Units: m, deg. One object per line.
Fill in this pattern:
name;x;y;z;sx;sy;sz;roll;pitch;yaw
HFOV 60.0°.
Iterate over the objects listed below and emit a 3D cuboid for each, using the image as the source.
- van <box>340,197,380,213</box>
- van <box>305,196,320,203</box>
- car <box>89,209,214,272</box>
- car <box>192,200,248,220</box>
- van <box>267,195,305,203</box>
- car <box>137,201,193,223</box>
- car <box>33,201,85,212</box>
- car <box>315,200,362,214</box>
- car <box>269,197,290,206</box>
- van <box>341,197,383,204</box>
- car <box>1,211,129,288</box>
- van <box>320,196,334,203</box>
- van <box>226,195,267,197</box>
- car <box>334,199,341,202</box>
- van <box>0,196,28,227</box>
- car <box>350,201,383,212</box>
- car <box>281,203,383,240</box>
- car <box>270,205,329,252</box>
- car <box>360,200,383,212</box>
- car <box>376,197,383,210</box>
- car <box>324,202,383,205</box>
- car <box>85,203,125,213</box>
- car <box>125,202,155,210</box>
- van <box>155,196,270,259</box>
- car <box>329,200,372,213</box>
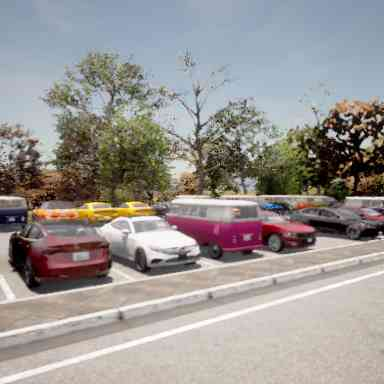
van;22.361;1.643;44.389;1.878;1.987;4.442;1;-1;-35
van;11.185;1.389;36.426;1.878;1.987;4.442;1;-1;-35
car;-1.612;1.533;11.107;2.002;1.452;4.674;0;0;-35
car;2.350;1.523;29.761;1.946;1.575;5.366;0;0;-36
van;8.956;1.335;34.552;1.878;1.987;4.442;1;0;-35
car;-2.267;1.514;26.691;2.231;1.521;4.892;0;0;-35
car;-9.021;1.367;21.847;2.185;1.767;4.553;0;0;-35
car;18.019;1.768;41.145;2.097;1.535;5.008;1;-1;-35
car;6.750;1.539;33.129;2.097;1.535;5.008;0;0;-35
van;12.023;1.307;20.677;1.878;1.987;4.442;0;0;-35
car;-3.889;1.515;9.519;2.163;1.488;4.792;0;0;-35
van;13.338;1.438;37.961;1.878;1.987;4.442;1;-1;-35
van;4.565;1.307;31.423;1.878;1.987;4.442;0;0;-35
car;15.679;1.463;39.450;2.435;2.045;5.566;1;-1;-35
van;-11.363;1.260;20.361;1.878;1.987;4.442;0;0;-35
car;24.679;1.960;45.901;2.002;1.452;4.674;1;-1;-35
car;7.449;1.549;17.524;2.163;1.488;4.792;0;0;-36
car;2.908;1.506;14.332;2.097;1.535;5.008;0;0;-35
car;27.042;1.973;47.574;2.097;1.535;5.008;1;-1;-35
car;31.571;1.824;50.774;2.435;2.045;5.566;1;-1;-35
car;9.692;1.566;19.162;2.002;1.452;4.674;0;0;-35
car;-6.882;1.499;23.404;2.097;1.535;5.008;0;0;-35
car;-4.524;1.506;25.084;2.097;1.535;5.008;0;0;-35
van;0.583;1.273;12.812;1.878;1.987;4.442;0;0;-35
car;20.273;1.860;42.756;2.002;1.452;4.674;1;-1;-35
